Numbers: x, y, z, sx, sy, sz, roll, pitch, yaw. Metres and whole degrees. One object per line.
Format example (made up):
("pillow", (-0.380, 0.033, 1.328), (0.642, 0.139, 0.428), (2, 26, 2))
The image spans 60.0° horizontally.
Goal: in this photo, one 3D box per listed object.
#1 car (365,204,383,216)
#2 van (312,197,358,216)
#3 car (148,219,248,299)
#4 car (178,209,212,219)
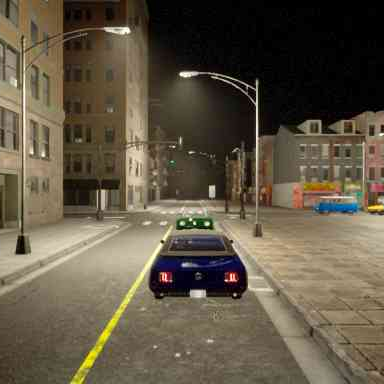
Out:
("car", (19.277, 1.517, 32.082), (4.829, 1.417, 1.752), (0, 0, 0))
("van", (13.835, 1.337, 32.107), (3.998, 1.788, 1.690), (0, 0, 0))
("car", (0.123, 1.601, 8.386), (1.895, 1.301, 4.718), (0, 0, 0))
("car", (0.207, 1.600, 18.788), (1.895, 1.301, 4.718), (0, 0, 2))
